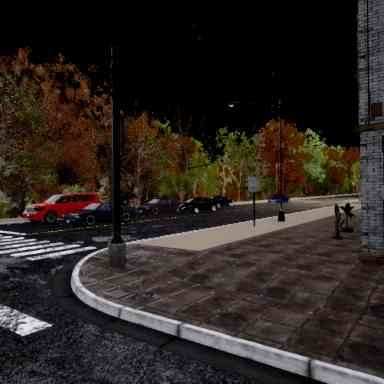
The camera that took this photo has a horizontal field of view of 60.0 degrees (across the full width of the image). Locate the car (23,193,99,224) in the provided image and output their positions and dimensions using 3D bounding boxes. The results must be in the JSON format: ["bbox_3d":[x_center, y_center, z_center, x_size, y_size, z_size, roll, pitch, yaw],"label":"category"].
[{"bbox_3d":[-9.146,1.127,24.066,2.150,2.045,5.566,-1,0,36],"label":"car"}]

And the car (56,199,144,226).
[{"bbox_3d":[-6.104,1.402,22.711,2.033,1.411,5.357,-1,0,36],"label":"car"}]

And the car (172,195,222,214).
[{"bbox_3d":[0.590,1.243,31.821,1.837,1.490,4.892,-1,0,36],"label":"car"}]

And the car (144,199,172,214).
[{"bbox_3d":[-3.069,1.348,32.323,2.033,1.411,5.357,-1,0,37],"label":"car"}]

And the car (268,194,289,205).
[{"bbox_3d":[12.543,1.057,47.968,1.812,1.442,4.674,-1,0,37],"label":"car"}]

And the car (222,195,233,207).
[{"bbox_3d":[3.260,1.196,40.924,1.837,1.490,4.892,-1,0,36],"label":"car"}]
